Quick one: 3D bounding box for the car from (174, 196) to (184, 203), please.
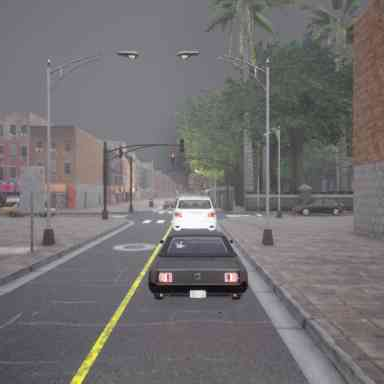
[{"bbox_3d":[-2.640,1.544,69.540,1.882,1.535,5.008,0,0,0],"label":"car"}]

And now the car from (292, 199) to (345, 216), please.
[{"bbox_3d":[12.283,1.491,32.441,4.892,1.490,1.837,0,0,0],"label":"car"}]

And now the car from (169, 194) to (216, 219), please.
[{"bbox_3d":[0.134,1.230,18.136,2.150,2.045,5.566,0,0,0],"label":"car"}]

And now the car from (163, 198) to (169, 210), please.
[{"bbox_3d":[-2.777,1.563,44.588,1.812,1.442,4.674,0,0,0],"label":"car"}]

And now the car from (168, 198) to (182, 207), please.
[{"bbox_3d":[-2.753,1.650,54.876,1.895,1.301,4.718,0,0,0],"label":"car"}]

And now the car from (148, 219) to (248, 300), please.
[{"bbox_3d":[0.114,1.603,8.371,1.895,1.301,4.718,0,0,0],"label":"car"}]

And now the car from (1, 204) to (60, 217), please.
[{"bbox_3d":[-14.394,1.571,29.710,4.829,1.417,1.752,0,0,0],"label":"car"}]

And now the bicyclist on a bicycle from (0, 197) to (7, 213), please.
[{"bbox_3d":[-20.087,1.372,35.359,0.582,1.620,1.656,0,0,0],"label":"bicyclist on a bicycle"}]
